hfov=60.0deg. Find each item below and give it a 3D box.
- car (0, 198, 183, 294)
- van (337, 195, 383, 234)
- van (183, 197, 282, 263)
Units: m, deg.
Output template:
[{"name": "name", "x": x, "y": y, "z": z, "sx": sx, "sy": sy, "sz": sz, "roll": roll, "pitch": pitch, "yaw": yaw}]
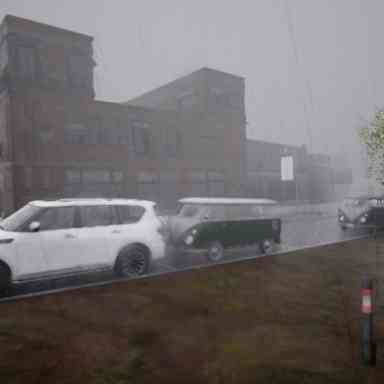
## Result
[{"name": "car", "x": -3.282, "y": 1.178, "z": 8.235, "sx": 5.566, "sy": 2.045, "sz": 2.435, "roll": 1, "pitch": 0, "yaw": -38}, {"name": "van", "x": 9.763, "y": 1.180, "z": 18.635, "sx": 4.442, "sy": 1.987, "sz": 1.878, "roll": 1, "pitch": 0, "yaw": -44}, {"name": "van", "x": 1.143, "y": 1.190, "z": 11.507, "sx": 4.442, "sy": 1.987, "sz": 1.878, "roll": 1, "pitch": 0, "yaw": -39}]
